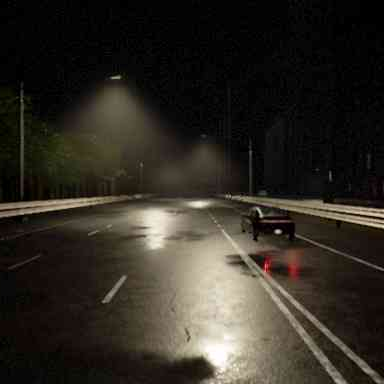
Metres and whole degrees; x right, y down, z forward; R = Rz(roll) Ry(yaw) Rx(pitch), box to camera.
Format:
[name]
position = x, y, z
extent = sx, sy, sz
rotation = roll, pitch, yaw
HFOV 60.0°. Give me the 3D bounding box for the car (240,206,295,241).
[car]
position = 3.561, 1.439, 16.309
extent = 2.128, 1.511, 4.902
rotation = 0, 0, -1
